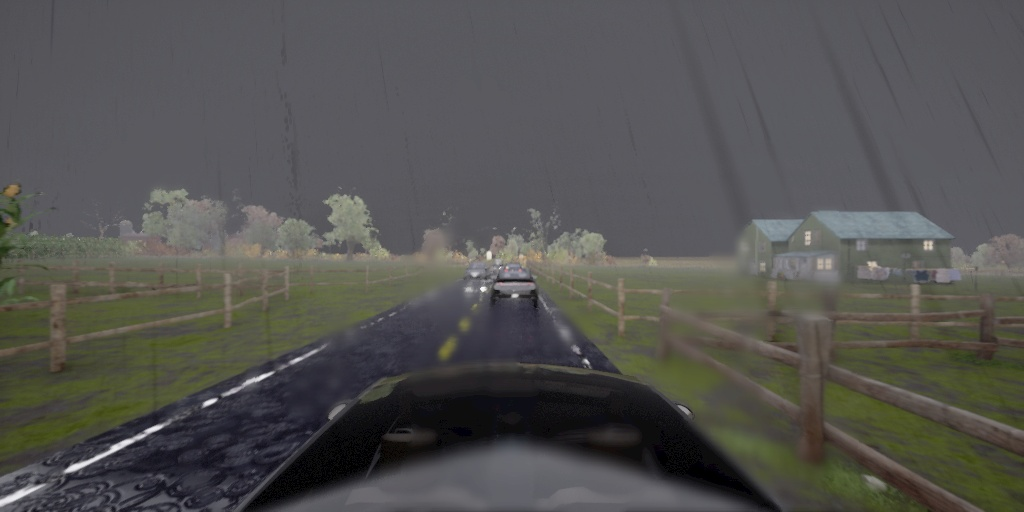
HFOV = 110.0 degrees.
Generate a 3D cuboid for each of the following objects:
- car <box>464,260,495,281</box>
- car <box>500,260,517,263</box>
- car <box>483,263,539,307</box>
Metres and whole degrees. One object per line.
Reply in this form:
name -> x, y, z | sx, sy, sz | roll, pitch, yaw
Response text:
car -> -2.841, 1.254, 29.877 | 2.128, 1.511, 4.902 | 0, 0, 0
car -> 0.107, 1.314, 34.137 | 2.033, 1.411, 5.357 | 0, 0, 0
car -> 0.103, 1.245, 15.461 | 2.128, 1.511, 4.902 | 0, 0, 0
